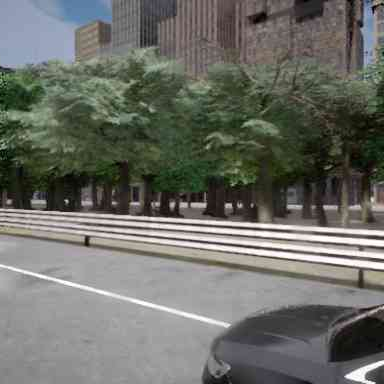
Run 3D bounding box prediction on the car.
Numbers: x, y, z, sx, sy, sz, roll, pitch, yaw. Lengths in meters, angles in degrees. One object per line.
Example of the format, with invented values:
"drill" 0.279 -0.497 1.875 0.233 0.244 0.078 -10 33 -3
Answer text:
"car" 2.347 1.504 2.318 4.892 1.490 1.837 0 0 36
